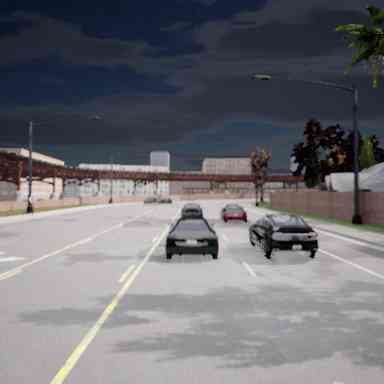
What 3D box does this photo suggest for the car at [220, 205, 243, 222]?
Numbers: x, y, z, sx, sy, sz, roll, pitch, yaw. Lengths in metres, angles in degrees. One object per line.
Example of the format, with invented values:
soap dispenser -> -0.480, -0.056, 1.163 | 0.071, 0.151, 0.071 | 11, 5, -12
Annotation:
car -> 3.508, 1.780, 28.471 | 1.994, 1.385, 4.181 | 0, 0, 0

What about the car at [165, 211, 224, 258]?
car -> 0.013, 1.711, 13.500 | 1.994, 1.385, 4.181 | 0, 0, 0

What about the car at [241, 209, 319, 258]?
car -> 3.511, 1.638, 13.482 | 2.128, 1.511, 4.902 | 0, 0, 0

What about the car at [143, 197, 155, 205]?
car -> -8.714, 1.841, 69.617 | 1.837, 1.490, 4.892 | 0, 0, 12

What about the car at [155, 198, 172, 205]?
car -> -5.477, 1.872, 68.146 | 1.994, 1.385, 4.181 | 0, 0, 12

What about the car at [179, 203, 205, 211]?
car -> 0.007, 1.725, 28.460 | 1.837, 1.490, 4.892 | 0, 0, 0
